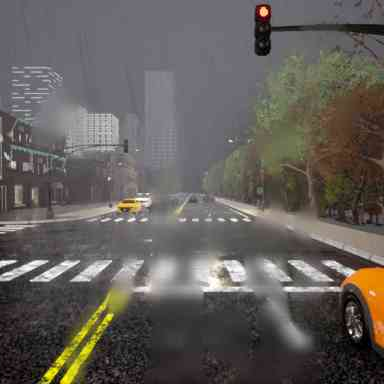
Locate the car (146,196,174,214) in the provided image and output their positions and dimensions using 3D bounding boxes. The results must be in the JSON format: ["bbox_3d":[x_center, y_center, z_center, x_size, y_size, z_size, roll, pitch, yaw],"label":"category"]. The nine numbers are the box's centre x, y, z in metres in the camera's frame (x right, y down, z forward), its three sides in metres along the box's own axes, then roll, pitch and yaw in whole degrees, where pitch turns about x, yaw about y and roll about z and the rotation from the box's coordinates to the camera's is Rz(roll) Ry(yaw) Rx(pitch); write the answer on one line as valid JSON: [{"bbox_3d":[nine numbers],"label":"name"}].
[{"bbox_3d":[-3.270,1.467,34.913,1.882,1.535,5.008,0,0,0],"label":"car"}]

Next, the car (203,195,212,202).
[{"bbox_3d":[3.415,1.447,74.889,1.882,1.535,5.008,0,0,0],"label":"car"}]

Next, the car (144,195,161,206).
[{"bbox_3d":[-6.465,1.332,54.799,2.097,1.767,4.553,0,0,0],"label":"car"}]

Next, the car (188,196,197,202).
[{"bbox_3d":[0.165,1.565,74.941,1.895,1.301,4.718,0,0,0],"label":"car"}]

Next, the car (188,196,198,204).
[{"bbox_3d":[0.238,1.523,64.448,2.033,1.411,5.357,0,0,1],"label":"car"}]

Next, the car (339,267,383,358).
[{"bbox_3d":[3.359,1.351,3.408,2.097,1.767,4.553,0,0,0],"label":"car"}]

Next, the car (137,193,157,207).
[{"bbox_3d":[-6.492,1.206,44.838,2.150,2.045,5.566,0,0,0],"label":"car"}]

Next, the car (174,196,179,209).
[{"bbox_3d":[-3.243,1.548,44.923,1.994,1.385,4.181,0,0,0],"label":"car"}]

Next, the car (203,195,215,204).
[{"bbox_3d":[3.488,1.467,64.724,2.128,1.511,4.902,0,0,0],"label":"car"}]

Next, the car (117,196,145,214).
[{"bbox_3d":[-6.517,1.467,34.900,1.882,1.535,5.008,0,0,0],"label":"car"}]

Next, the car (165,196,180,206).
[{"bbox_3d":[-3.215,1.472,54.951,2.128,1.511,4.902,0,0,0],"label":"car"}]
